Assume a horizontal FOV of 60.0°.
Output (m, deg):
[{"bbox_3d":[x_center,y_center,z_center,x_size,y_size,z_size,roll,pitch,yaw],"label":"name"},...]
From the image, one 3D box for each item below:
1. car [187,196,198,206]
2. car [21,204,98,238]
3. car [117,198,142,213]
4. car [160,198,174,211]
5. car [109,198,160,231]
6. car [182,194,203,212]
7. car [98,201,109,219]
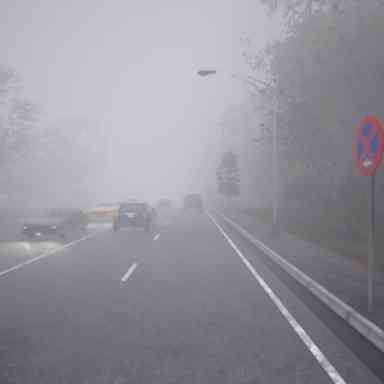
[{"bbox_3d":[0.078,1.499,58.135,1.882,1.535,5.008,0,0,0],"label":"car"},{"bbox_3d":[-7.042,1.554,17.958,2.033,1.411,5.357,0,0,1],"label":"car"},{"bbox_3d":[-7.013,1.518,37.693,1.837,1.490,4.892,0,0,0],"label":"car"},{"bbox_3d":[-3.412,1.520,41.875,1.837,1.490,4.892,0,0,0],"label":"car"},{"bbox_3d":[-3.407,1.359,20.615,2.097,1.767,4.553,0,0,0],"label":"car"},{"bbox_3d":[0.086,1.236,38.558,2.150,2.045,5.566,0,0,0],"label":"car"},{"bbox_3d":[-7.010,1.488,27.736,1.882,1.535,5.008,0,0,0],"label":"car"}]
